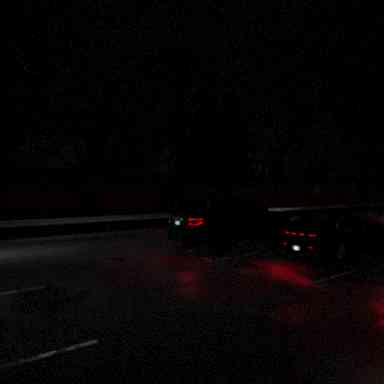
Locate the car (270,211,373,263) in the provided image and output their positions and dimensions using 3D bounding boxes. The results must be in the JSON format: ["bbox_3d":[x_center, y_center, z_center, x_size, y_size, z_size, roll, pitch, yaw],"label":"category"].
[{"bbox_3d":[5.201,1.454,11.785,4.892,1.490,1.837,-1,1,-36],"label":"car"}]

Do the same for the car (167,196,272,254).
[{"bbox_3d":[1.651,1.179,13.541,5.566,2.045,2.150,-1,0,-36],"label":"car"}]

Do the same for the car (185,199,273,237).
[{"bbox_3d":[2.091,1.293,18.173,4.553,1.767,2.097,0,0,-36],"label":"car"}]

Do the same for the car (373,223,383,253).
[{"bbox_3d":[6.984,1.455,8.756,4.892,1.490,1.837,-1,1,-36],"label":"car"}]
